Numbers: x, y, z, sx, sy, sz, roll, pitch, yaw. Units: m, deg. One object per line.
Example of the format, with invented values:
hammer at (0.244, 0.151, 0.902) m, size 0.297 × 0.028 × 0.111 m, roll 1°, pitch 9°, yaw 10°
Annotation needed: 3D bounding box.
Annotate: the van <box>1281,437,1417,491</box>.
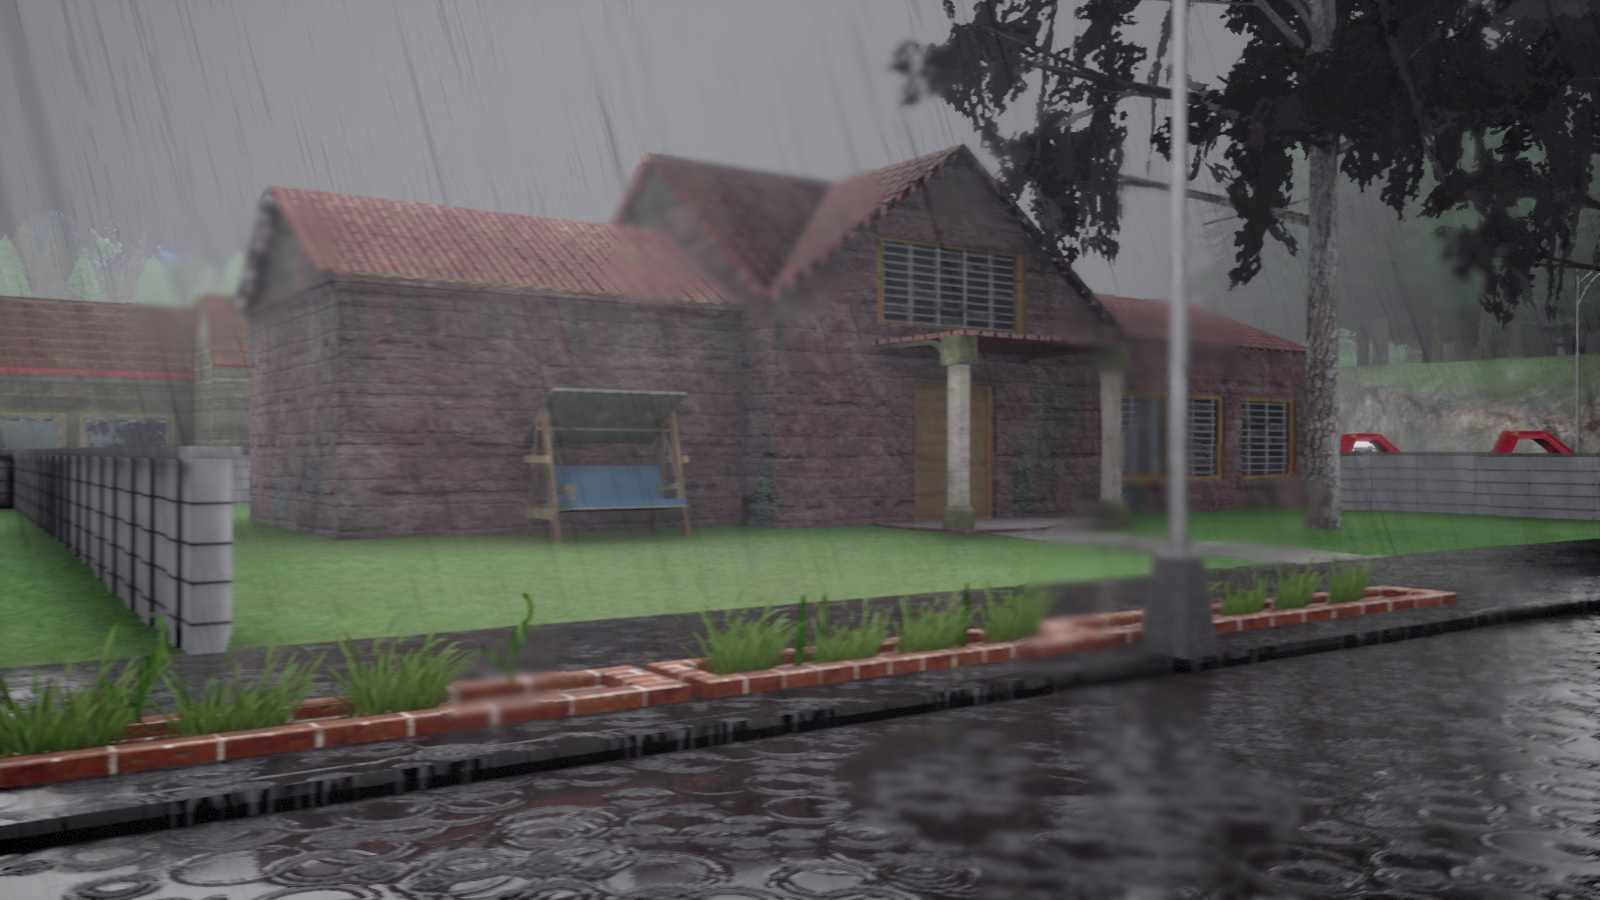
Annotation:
van at (21.647, 0.544, 49.667) m, size 2.069 × 2.038 × 4.480 m, roll 0°, pitch 0°, yaw -35°
